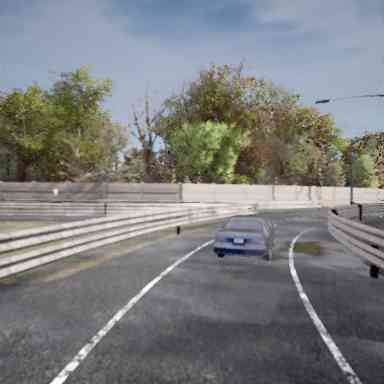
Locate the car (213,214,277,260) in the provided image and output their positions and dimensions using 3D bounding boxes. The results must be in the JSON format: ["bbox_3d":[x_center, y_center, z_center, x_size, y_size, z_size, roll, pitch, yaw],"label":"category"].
[{"bbox_3d":[2.162,1.566,12.700,2.033,1.411,5.357,1,0,17],"label":"car"}]
